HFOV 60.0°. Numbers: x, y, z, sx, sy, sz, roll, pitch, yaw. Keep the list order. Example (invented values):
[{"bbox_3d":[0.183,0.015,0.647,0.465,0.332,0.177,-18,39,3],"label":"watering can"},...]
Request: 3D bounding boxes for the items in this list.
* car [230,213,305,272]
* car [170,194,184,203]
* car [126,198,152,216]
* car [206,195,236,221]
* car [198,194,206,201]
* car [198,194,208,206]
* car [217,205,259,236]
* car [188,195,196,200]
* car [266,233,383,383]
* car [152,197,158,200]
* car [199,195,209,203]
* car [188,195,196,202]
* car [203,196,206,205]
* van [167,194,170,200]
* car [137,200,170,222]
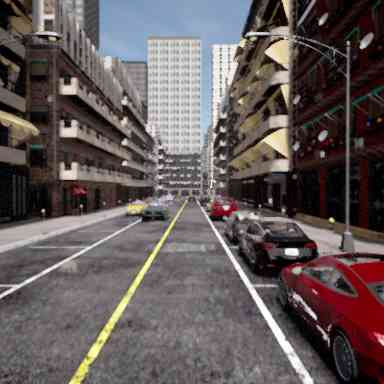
[{"bbox_3d":[2.553,1.568,10.599,1.947,1.339,4.313,-1,0,0],"label":"car"},{"bbox_3d":[-2.780,1.392,67.285,2.097,1.767,4.553,0,0,0],"label":"car"},{"bbox_3d":[-5.335,1.532,32.602,1.752,1.417,4.829,-1,0,0],"label":"car"},{"bbox_3d":[2.544,1.320,27.246,2.192,1.841,5.009,-1,0,0],"label":"car"},{"bbox_3d":[2.527,1.448,88.285,1.967,1.590,4.097,-1,0,0],"label":"car"},{"bbox_3d":[2.212,1.512,53.685,1.837,1.490,4.892,0,0,0],"label":"car"},{"bbox_3d":[2.551,1.554,16.148,2.008,1.369,4.403,-1,0,0],"label":"car"},{"bbox_3d":[-0.026,1.447,86.679,1.895,1.301,4.718,0,0,0],"label":"car"},{"bbox_3d":[2.555,1.583,5.050,1.802,1.307,4.206,-1,0,0],"label":"car"},{"bbox_3d":[-5.340,1.448,43.870,1.967,1.590,4.097,-1,0,0],"label":"car"},{"bbox_3d":[2.532,1.449,71.638,1.967,1.590,4.097,-1,0,0],"label":"car"},{"bbox_3d":[-0.023,1.472,73.198,1.812,1.442,4.674,0,0,0],"label":"car"},{"bbox_3d":[2.543,1.532,38.514,1.752,1.417,4.829,-1,0,0],"label":"car"},{"bbox_3d":[-5.353,1.350,82.714,1.690,1.788,3.998,-1,0,0],"label":"van"},{"bbox_3d":[-2.858,1.606,26.603,1.895,1.301,4.718,0,0,0],"label":"car"}]
